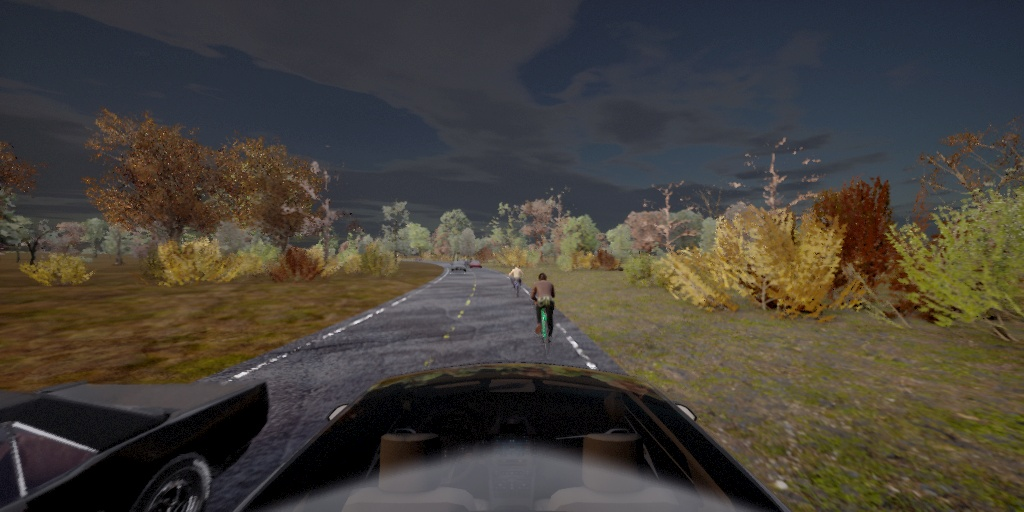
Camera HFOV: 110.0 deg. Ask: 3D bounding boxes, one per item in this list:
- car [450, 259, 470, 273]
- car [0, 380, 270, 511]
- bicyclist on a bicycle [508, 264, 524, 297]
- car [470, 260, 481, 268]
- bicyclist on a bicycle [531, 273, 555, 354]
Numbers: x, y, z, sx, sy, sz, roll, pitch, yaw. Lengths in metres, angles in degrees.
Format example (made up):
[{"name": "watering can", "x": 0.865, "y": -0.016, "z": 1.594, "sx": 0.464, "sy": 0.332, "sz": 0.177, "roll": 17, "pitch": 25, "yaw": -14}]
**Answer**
[{"name": "car", "x": -6.472, "y": 1.253, "z": 43.662, "sx": 1.837, "sy": 1.490, "sz": 4.892, "roll": 0, "pitch": 0, "yaw": -9}, {"name": "car", "x": -3.131, "y": 1.351, "z": 1.021, "sx": 1.895, "sy": 1.301, "sz": 4.718, "roll": 0, "pitch": 0, "yaw": 0}, {"name": "bicyclist on a bicycle", "x": 0.229, "y": 1.185, "z": 17.880, "sx": 0.866, "sy": 1.612, "sz": 1.509, "roll": 0, "pitch": 0, "yaw": -3}, {"name": "car", "x": -6.384, "y": 1.307, "z": 60.751, "sx": 1.994, "sy": 1.385, "sz": 4.181, "roll": 0, "pitch": 0, "yaw": -12}, {"name": "bicyclist on a bicycle", "x": 0.693, "y": 1.201, "z": 7.802, "sx": 0.582, "sy": 1.620, "sz": 1.656, "roll": 0, "pitch": 0, "yaw": -1}]
